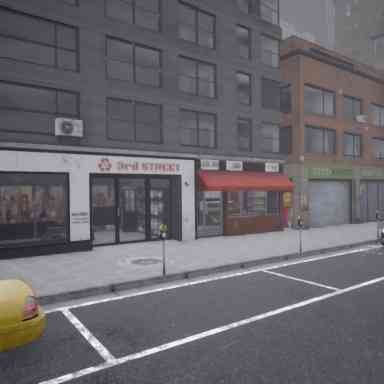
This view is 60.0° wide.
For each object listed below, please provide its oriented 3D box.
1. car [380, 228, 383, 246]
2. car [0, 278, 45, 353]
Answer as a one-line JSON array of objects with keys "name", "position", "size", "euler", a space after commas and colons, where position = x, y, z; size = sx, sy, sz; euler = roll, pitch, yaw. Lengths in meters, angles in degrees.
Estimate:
[{"name": "car", "position": [9.306, 1.439, 13.307], "size": [4.097, 1.590, 1.967], "euler": [0, -1, -36]}, {"name": "car", "position": [-4.275, 1.526, 3.614], "size": [4.829, 1.417, 1.752], "euler": [0, -1, -36]}]
